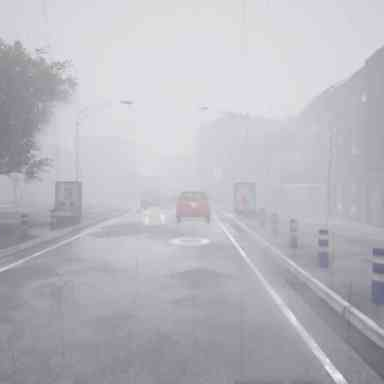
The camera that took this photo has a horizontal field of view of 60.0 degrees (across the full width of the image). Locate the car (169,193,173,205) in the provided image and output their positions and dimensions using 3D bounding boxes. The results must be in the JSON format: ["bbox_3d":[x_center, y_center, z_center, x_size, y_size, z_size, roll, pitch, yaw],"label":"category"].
[{"bbox_3d":[-2.984,0.918,42.155,1.882,1.535,5.008,1,0,-25],"label":"car"}]

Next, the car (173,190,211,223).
[{"bbox_3d":[0.101,0.889,22.656,2.150,2.045,5.566,0,1,0],"label":"car"}]

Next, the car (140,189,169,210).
[{"bbox_3d":[-4.149,0.717,34.842,2.150,2.045,5.566,1,1,-14],"label":"car"}]
